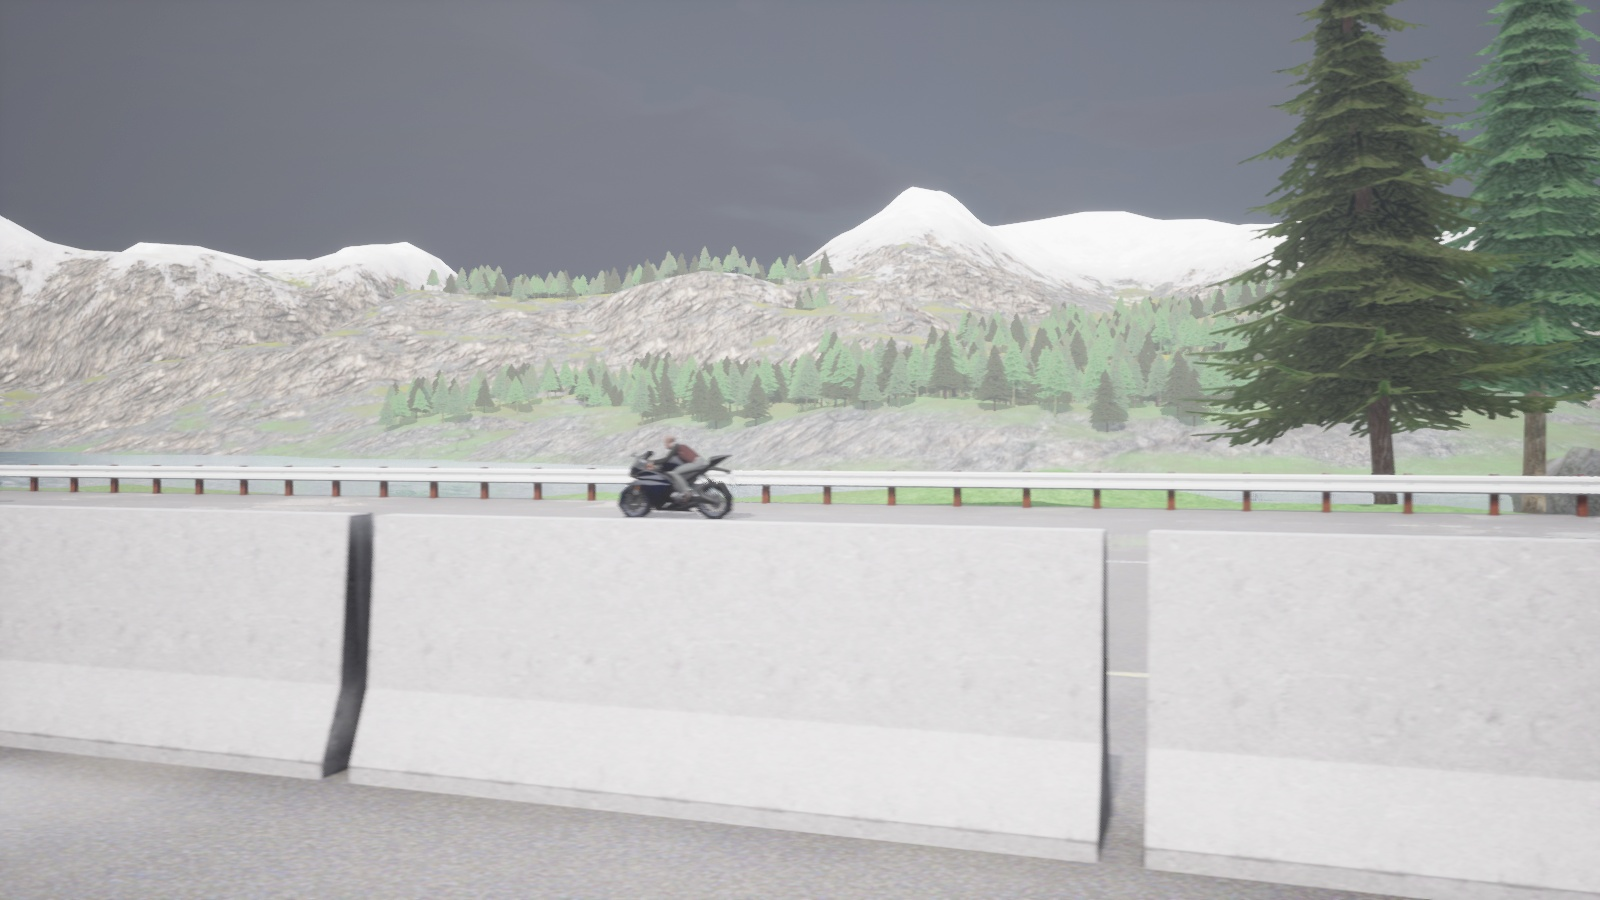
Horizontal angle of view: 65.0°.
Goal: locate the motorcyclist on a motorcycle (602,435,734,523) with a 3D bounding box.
[{"bbox_3d":[-2.357,0.493,22.456,2.191,1.530,0.866,0,1,19],"label":"motorcyclist on a motorcycle"}]
